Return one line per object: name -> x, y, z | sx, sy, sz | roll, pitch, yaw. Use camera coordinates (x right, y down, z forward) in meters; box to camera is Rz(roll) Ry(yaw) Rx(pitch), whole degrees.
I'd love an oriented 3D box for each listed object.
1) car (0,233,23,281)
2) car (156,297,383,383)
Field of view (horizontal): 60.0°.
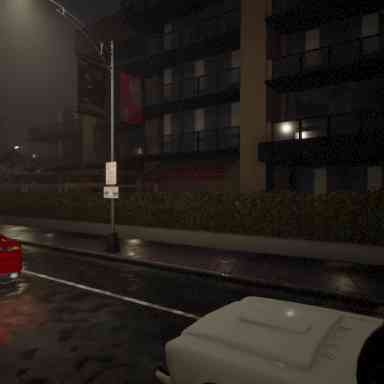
car -> -6.360, 1.478, 8.565 | 5.008, 1.535, 1.882 | 0, 0, 35
car -> 2.001, 1.601, 2.572 | 4.718, 1.301, 1.895 | 0, 0, 35
